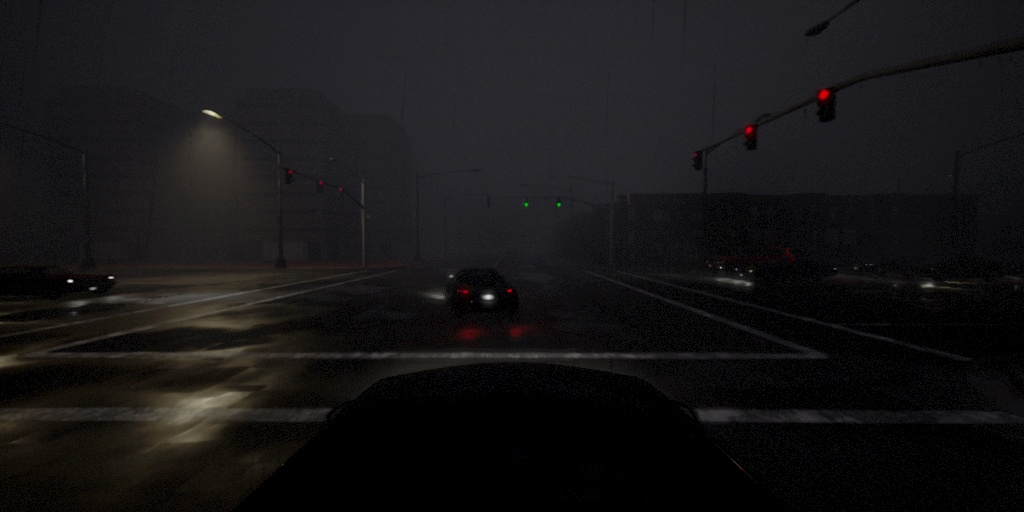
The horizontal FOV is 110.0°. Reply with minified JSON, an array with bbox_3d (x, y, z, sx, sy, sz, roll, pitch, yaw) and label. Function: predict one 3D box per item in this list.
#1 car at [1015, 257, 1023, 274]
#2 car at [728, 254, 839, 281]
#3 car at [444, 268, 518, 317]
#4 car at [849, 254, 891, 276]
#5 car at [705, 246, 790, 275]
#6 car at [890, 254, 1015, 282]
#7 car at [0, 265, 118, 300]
[{"bbox_3d":[37.053,0.722,25.428,4.718,1.301,1.895,0,2,1],"label":"car"},{"bbox_3d":[16.743,0.775,22.021,5.357,1.411,2.033,0,2,0],"label":"car"},{"bbox_3d":[-1.173,1.098,12.272,1.994,1.385,4.181,0,2,-14],"label":"car"},{"bbox_3d":[26.894,0.608,25.482,4.902,1.511,2.128,0,2,0],"label":"car"},{"bbox_3d":[16.864,0.339,25.508,5.566,2.045,2.150,0,2,0],"label":"car"},{"bbox_3d":[26.840,0.707,21.981,5.008,1.535,1.882,0,2,0],"label":"car"},{"bbox_3d":[-19.634,1.049,14.938,4.718,1.301,1.895,0,2,0],"label":"car"}]
